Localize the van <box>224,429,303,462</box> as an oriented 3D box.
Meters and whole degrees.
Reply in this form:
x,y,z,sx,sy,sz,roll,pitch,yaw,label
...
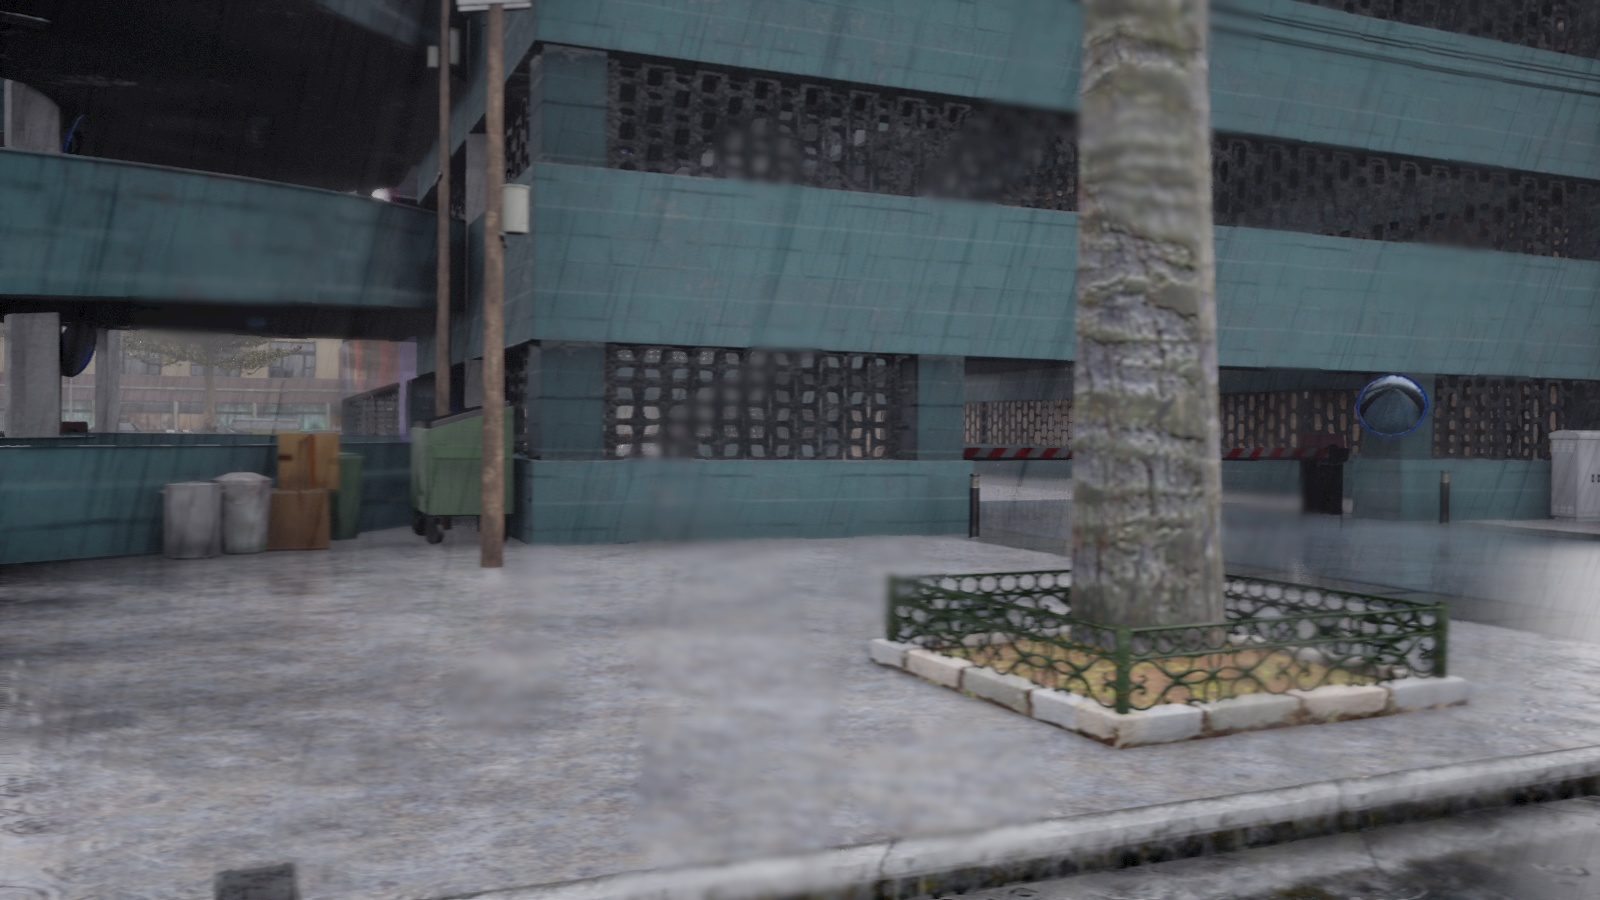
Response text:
x,y,z,sx,sy,sz,roll,pitch,yaw,label
-33.444,-0.279,78.363,4.442,1.987,1.775,-1,1,-23,van

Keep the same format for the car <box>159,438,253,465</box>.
x,y,z,sx,sy,sz,roll,pitch,yaw,label
-34.926,0.058,73.930,4.892,1.490,1.837,-1,1,-23,car

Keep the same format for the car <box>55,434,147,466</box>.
x,y,z,sx,sy,sz,roll,pitch,yaw,label
-41.577,-0.028,74.860,4.553,1.767,2.097,-1,1,-23,car
